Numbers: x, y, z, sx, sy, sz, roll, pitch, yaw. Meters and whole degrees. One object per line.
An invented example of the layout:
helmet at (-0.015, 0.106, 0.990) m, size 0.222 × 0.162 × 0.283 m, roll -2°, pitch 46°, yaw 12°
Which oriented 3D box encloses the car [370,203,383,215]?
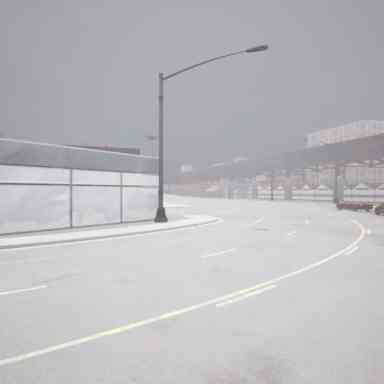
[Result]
car at (18.612, 1.526, 30.658) m, size 1.812 × 1.442 × 4.674 m, roll 0°, pitch 0°, yaw 6°

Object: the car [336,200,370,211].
car at (19.243, 1.601, 39.665) m, size 1.895 × 1.301 × 4.718 m, roll 0°, pitch 0°, yaw -9°
